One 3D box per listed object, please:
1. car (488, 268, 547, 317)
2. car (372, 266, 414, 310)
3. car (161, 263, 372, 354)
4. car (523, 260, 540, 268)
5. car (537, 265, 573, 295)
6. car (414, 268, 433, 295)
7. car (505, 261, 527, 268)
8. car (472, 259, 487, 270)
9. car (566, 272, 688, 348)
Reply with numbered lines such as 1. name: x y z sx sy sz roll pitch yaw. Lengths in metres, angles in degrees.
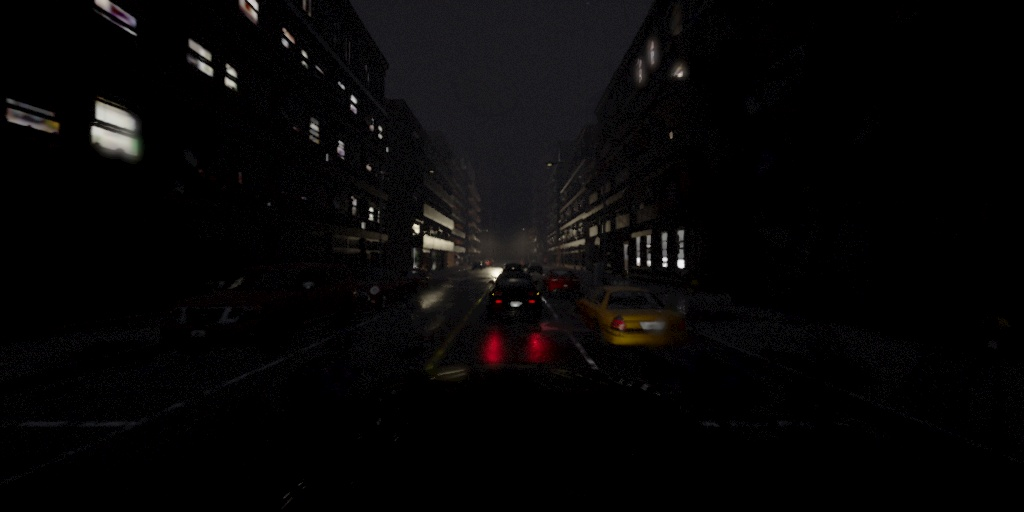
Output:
1. car: 0.104 1.331 13.448 1.812 1.442 4.674 0 0 0
2. car: -5.689 1.250 14.652 1.967 1.591 4.097 0 0 0
3. car: -5.690 1.099 9.017 2.192 1.841 5.009 0 0 0
4. car: 2.698 1.492 42.827 2.007 1.370 4.403 0 0 0
5. car: 2.693 1.382 20.283 1.888 1.381 4.507 0 0 0
6. car: -5.687 1.382 20.290 1.888 1.381 4.507 0 0 0
7. car: 0.106 1.393 31.289 1.837 1.490 4.892 0 0 0
8. car: -5.679 1.569 59.742 2.007 1.370 4.403 0 0 0
9. car: 2.690 1.310 9.181 1.751 1.417 4.829 0 0 0
